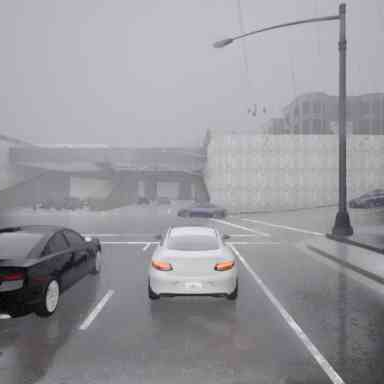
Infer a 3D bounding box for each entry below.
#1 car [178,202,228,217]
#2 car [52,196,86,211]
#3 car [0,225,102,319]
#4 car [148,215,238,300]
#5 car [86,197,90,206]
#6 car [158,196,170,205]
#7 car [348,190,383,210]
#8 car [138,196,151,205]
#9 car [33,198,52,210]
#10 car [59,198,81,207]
[{"bbox_3d":[0.958,1.578,28.019,4.181,1.385,1.994,0,0,17],"label":"car"},{"bbox_3d":[-15.091,1.352,41.047,2.097,1.767,4.553,0,0,-2],"label":"car"},{"bbox_3d":[-3.479,1.478,7.492,1.882,1.535,5.008,0,0,0],"label":"car"},{"bbox_3d":[0.015,1.526,8.292,1.812,1.442,4.674,0,0,0],"label":"car"},{"bbox_3d":[-15.404,1.491,50.147,2.128,1.511,4.902,0,0,-2],"label":"car"},{"bbox_3d":[-5.075,1.525,61.058,1.812,1.442,4.674,0,0,-2],"label":"car"},{"bbox_3d":[15.072,0.574,27.201,4.181,1.385,1.994,-9,0,-1],"label":"car"},{"bbox_3d":[-8.544,1.504,60.040,1.837,1.490,4.892,0,0,-2],"label":"car"},{"bbox_3d":[-18.650,1.491,42.582,2.128,1.511,4.902,0,0,-2],"label":"car"},{"bbox_3d":[-18.962,1.601,51.840,1.895,1.301,4.718,0,0,-2],"label":"car"}]
